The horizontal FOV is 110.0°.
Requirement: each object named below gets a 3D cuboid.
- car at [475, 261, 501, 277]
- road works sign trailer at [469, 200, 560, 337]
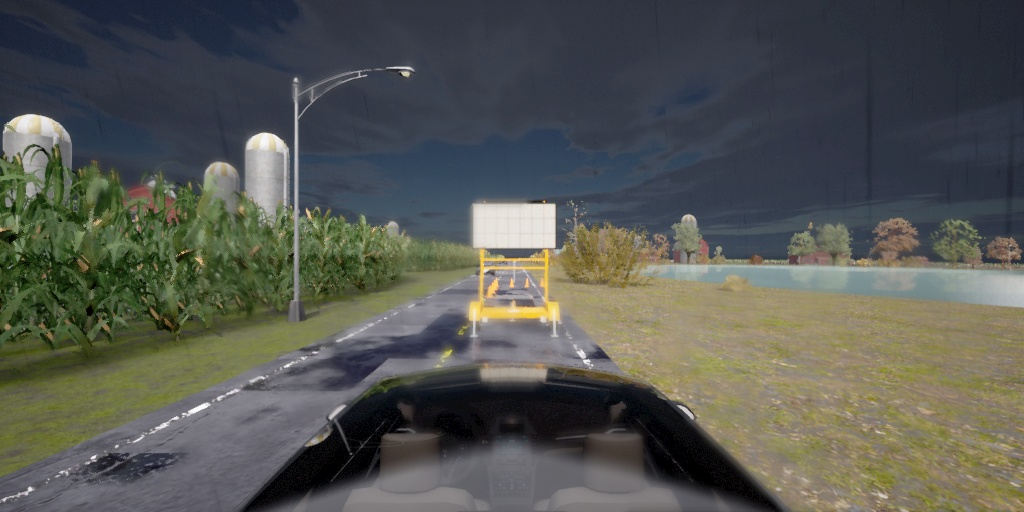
[{"bbox_3d":[-2.598,1.275,36.454,2.128,1.511,4.902,0,0,0],"label":"car"},{"bbox_3d":[0.068,0.217,10.266,2.380,3.560,2.880,0,0,0],"label":"road works sign trailer"}]
